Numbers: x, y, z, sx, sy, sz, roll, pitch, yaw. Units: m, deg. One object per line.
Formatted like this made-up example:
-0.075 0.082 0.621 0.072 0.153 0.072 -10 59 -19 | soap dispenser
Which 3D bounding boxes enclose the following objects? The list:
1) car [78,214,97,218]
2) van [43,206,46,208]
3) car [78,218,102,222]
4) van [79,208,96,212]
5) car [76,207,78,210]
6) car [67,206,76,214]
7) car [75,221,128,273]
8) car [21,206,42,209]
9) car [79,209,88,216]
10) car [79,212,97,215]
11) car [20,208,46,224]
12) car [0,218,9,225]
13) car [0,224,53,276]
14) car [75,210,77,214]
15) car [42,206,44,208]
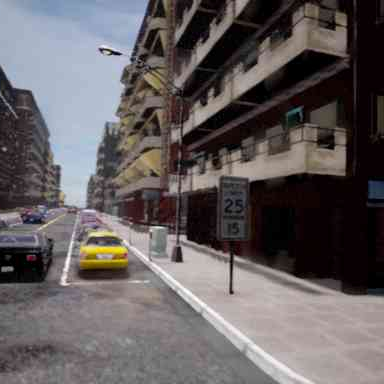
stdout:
-6.937 2.508 22.973 1.887 1.381 4.507 4 -3 -18 | car
-31.087 3.817 68.603 1.690 1.788 3.998 4 -3 -18 | van
-5.135 2.302 17.609 2.008 1.369 4.403 4 -3 -18 | car
-10.533 2.732 33.711 1.690 1.788 3.998 4 -3 -18 | van
-21.345 4.002 65.892 2.192 1.841 5.009 4 -3 -18 | car
-29.698 4.602 82.288 2.097 1.767 4.553 3 -3 -18 | car
-3.458 2.080 12.622 1.752 1.417 4.829 4 -3 -18 | car
-25.679 3.139 52.515 2.192 1.841 5.009 4 -3 -18 | car
-25.014 4.655 76.769 1.752 1.417 4.829 4 -3 -18 | car
-8.739 2.721 28.336 1.887 1.381 4.507 4 -3 -18 | car
-18.082 2.913 38.178 1.994 1.385 4.181 3 -3 -18 | car
-11.591 2.115 18.643 2.033 1.411 5.357 3 -3 -18 | car
-5.986 2.013 11.673 1.895 1.301 4.718 3 -3 -18 | car
-12.345 3.155 39.063 2.008 1.369 4.403 4 -3 -18 | car
-27.491 3.591 57.865 2.008 1.369 4.403 4 -3 -18 | car
